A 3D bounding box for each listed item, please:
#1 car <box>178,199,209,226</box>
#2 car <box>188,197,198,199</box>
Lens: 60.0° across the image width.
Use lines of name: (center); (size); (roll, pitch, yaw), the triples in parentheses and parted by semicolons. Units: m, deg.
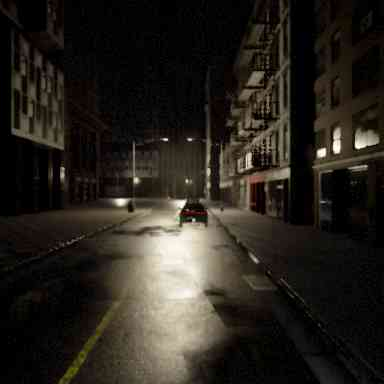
car: (0.111, 1.472, 23.001); (1.837, 1.490, 4.892); (0, 0, 0)
car: (0.115, 1.419, 41.697); (1.882, 1.535, 5.008); (0, 0, 0)
